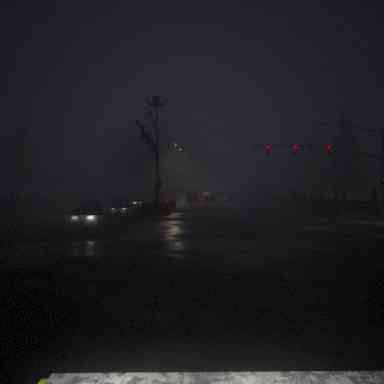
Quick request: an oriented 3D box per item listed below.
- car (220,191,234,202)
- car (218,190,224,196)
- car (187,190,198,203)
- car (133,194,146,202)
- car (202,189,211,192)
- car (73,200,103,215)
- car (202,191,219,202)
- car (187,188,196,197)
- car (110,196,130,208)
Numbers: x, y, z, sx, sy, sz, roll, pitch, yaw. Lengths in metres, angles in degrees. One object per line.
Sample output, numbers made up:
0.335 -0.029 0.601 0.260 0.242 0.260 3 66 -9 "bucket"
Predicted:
7.083 1.198 64.807 1.812 1.442 4.674 0 3 0 "car"
6.927 0.201 77.999 1.812 1.442 4.674 0 7 0 "car"
0.085 1.041 64.501 2.097 1.767 4.553 0 3 0 "car"
-10.532 1.089 67.132 2.033 1.411 5.357 0 3 0 "car"
3.427 0.033 77.969 2.097 1.767 4.553 0 7 0 "car"
-10.561 1.523 34.007 1.812 1.442 4.674 0 0 0 "car"
3.579 1.165 64.714 2.128 1.511 4.902 0 2 0 "car"
-0.074 0.178 78.152 2.128 1.511 4.902 0 7 0 "car"
-10.553 1.349 49.021 2.097 1.767 4.553 0 0 0 "car"
